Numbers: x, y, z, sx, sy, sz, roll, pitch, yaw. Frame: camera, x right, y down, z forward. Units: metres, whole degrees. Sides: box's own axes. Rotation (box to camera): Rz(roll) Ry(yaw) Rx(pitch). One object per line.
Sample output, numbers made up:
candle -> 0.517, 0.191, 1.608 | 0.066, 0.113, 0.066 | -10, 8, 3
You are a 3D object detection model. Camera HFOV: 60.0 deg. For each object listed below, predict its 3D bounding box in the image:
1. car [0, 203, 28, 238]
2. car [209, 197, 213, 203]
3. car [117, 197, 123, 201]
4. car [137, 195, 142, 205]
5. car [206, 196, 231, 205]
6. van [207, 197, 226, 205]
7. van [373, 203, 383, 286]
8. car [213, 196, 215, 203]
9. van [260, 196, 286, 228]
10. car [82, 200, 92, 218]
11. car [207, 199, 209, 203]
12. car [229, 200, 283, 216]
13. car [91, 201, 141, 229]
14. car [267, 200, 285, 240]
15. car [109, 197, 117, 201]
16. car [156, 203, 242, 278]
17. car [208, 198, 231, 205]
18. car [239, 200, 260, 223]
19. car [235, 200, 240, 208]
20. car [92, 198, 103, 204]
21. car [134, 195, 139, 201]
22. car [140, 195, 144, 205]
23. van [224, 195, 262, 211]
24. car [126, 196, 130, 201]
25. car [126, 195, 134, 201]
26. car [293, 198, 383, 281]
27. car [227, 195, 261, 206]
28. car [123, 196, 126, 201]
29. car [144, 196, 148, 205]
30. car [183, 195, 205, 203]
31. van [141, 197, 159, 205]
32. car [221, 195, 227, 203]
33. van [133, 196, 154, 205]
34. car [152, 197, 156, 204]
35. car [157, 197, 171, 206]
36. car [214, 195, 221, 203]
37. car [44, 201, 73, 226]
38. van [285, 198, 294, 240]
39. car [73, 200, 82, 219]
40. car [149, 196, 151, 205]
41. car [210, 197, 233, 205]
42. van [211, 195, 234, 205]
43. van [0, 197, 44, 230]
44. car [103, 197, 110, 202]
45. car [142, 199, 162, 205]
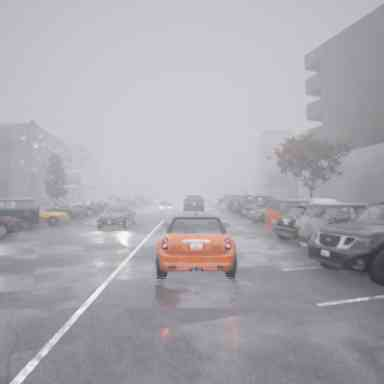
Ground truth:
car -> -11.174, 1.531, 16.499 | 5.008, 1.535, 2.097 | -1, 0, -21
car -> 6.253, 1.763, 57.483 | 5.366, 1.575, 1.946 | 1, -1, -20
car -> -11.344, 1.614, 39.991 | 5.008, 1.535, 2.097 | -1, 0, -20
car -> -11.393, 1.729, 54.661 | 5.008, 1.535, 2.097 | -1, -1, -20
car -> 6.495, 2.057, 81.473 | 5.566, 2.045, 2.435 | 1, -2, -20
van -> 6.449, 2.281, 87.433 | 4.442, 1.987, 1.878 | 1, -3, -19
van -> 6.151, 1.296, 6.580 | 4.442, 1.987, 1.878 | 1, 0, -19
car -> 6.461, 1.420, 48.585 | 5.566, 2.045, 2.435 | 1, -1, -20
van -> 6.401, 1.334, 18.583 | 4.442, 1.987, 1.878 | 1, 0, -19
car -> -11.249, 1.602, 28.259 | 4.792, 1.488, 2.163 | -1, 0, -20
car -> 6.268, 1.919, 66.455 | 5.366, 1.575, 1.946 | 1, -1, -20
car -> 6.471, 1.607, 33.588 | 4.892, 1.521, 2.231 | 1, 0, -20
car -> -4.942, 1.581, 22.305 | 1.837, 1.490, 4.892 | 0, 0, 0
car -> 6.200, 1.423, 15.530 | 4.553, 1.767, 2.185 | 1, 0, -19
car -> -11.327, 1.605, 37.054 | 4.892, 1.521, 2.231 | -1, 0, -20
car -> 0.125, 1.386, 10.444 | 2.097, 1.767, 4.553 | 0, 0, 0
car -> 6.522, 2.249, 78.503 | 4.792, 1.488, 2.163 | 1, -2, -20
car -> 6.399, 1.579, 24.549 | 4.892, 1.521, 2.231 | 1, 0, -19
car -> 6.454, 1.617, 27.569 | 4.792, 1.488, 2.163 | 1, 0, -19
car -> -11.307, 1.583, 31.187 | 5.008, 1.535, 2.097 | -1, 0, -20
car -> -11.377, 1.693, 51.729 | 5.008, 1.535, 2.097 | -1, 0, -20
car -> -11.561, 1.765, 57.534 | 5.366, 1.575, 1.946 | -1, -1, -20
van -> 6.563, 1.412, 42.627 | 4.442, 1.987, 1.878 | 1, -1, -20
car -> -11.376, 1.683, 45.866 | 4.674, 1.452, 2.002 | -1, -1, -20
car -> -11.351, 1.540, 48.800 | 4.553, 1.767, 2.185 | -1, 0, -20
car -> 6.079, 1.278, 9.524 | 5.566, 2.045, 2.435 | 1, 0, -19
car -> 6.487, 1.346, 30.585 | 5.566, 2.045, 2.435 | 1, 0, -20
car -> -11.334, 1.501, 42.934 | 4.553, 1.767, 2.185 | -1, 0, -20
car -> -11.415, 1.564, 60.518 | 5.566, 2.045, 2.435 | -1, -1, -20
car -> 0.188, 1.341, 35.986 | 2.150, 2.045, 5.566 | 0, 0, 0
van -> -11.347, 2.392, 89.819 | 4.442, 1.987, 1.878 | 0, -2, -20
car -> 6.503, 1.365, 36.604 | 5.566, 2.045, 2.435 | 1, 0, -20
van -> -11.433, 1.991, 78.094 | 4.442, 1.987, 1.878 | 0, -1, -20
car -> -11.344, 2.134, 75.194 | 5.008, 1.535, 2.097 | 0, -2, -20
car -> -4.990, 1.982, 63.310 | 1.895, 1.301, 4.718 | 0, -1, 1
car -> 6.266, 1.645, 45.514 | 5.366, 1.575, 1.946 | 1, 0, -20
car -> -11.053, 1.546, 22.444 | 5.366, 1.575, 1.946 | -1, 0, -20
van -> 6.060, 1.312, 12.494 | 4.442, 1.987, 1.878 | 1, 0, -19
car -> -11.262, 1.562, 25.314 | 5.008, 1.535, 2.097 | -1, 0, -20
car -> -11.367, 1.926, 66.397 | 4.892, 1.521, 2.231 | 0, -1, -20
car -> 6.433, 1.934, 72.504 | 4.553, 1.767, 2.185 | 1, -2, -20
van -> 6.345, 1.760, 69.475 | 4.442, 1.987, 1.878 | 1, -1, -20
van -> -11.311, 1.317, 19.400 | 4.442, 1.987, 1.878 | -1, 0, -21
car -> -11.314, 1.594, 34.121 | 4.892, 1.521, 2.231 | -1, 0, -20
car -> -11.212, 2.755, 92.776 | 5.008, 1.535, 2.097 | 0, -3, -19
